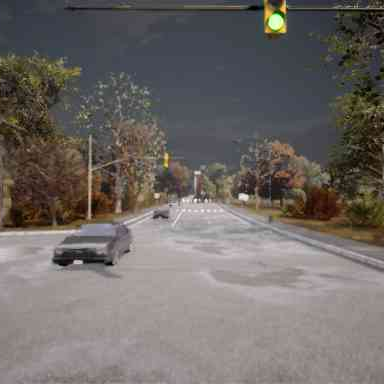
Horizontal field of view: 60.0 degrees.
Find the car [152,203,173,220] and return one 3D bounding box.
[{"bbox_3d":[-3.454,2.424,38.661,2.033,1.411,5.357,0,0,0],"label":"car"}]

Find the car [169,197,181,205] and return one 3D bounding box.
[{"bbox_3d":[-3.215,1.933,63.631,2.150,2.045,5.566,0,0,1],"label":"car"}]

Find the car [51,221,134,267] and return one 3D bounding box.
[{"bbox_3d":[-3.492,1.846,12.866,2.033,1.411,5.357,0,-2,0],"label":"car"}]
